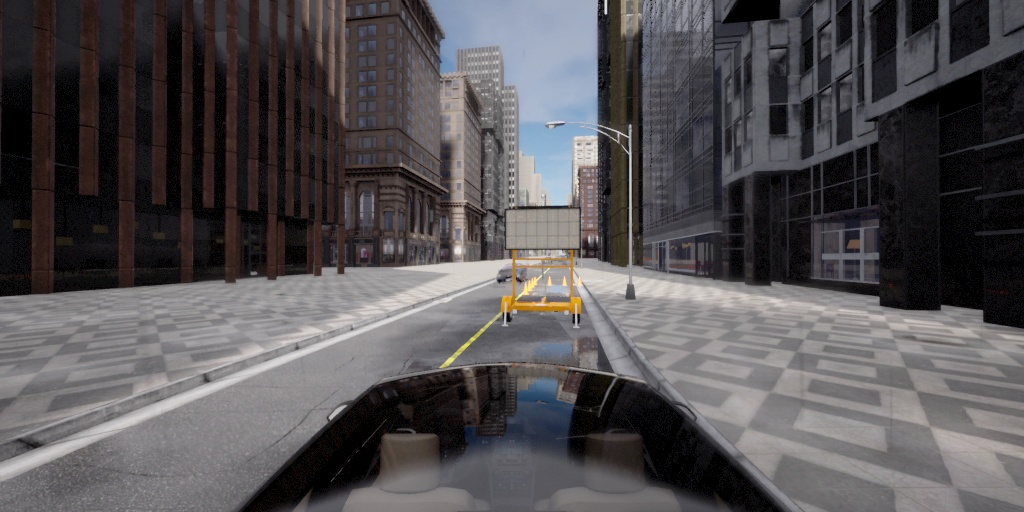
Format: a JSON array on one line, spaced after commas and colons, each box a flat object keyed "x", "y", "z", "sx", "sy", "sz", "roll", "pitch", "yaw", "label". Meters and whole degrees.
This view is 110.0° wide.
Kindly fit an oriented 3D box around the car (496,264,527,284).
[{"x": 0.109, "y": 1.279, "z": 27.198, "sx": 2.033, "sy": 1.411, "sz": 5.357, "roll": 0, "pitch": 0, "yaw": 8, "label": "car"}]

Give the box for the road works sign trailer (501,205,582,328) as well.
[{"x": 0.985, "y": 0.211, "z": 11.449, "sx": 2.380, "sy": 3.560, "sz": 2.880, "roll": 0, "pitch": 0, "yaw": 8, "label": "road works sign trailer"}]
